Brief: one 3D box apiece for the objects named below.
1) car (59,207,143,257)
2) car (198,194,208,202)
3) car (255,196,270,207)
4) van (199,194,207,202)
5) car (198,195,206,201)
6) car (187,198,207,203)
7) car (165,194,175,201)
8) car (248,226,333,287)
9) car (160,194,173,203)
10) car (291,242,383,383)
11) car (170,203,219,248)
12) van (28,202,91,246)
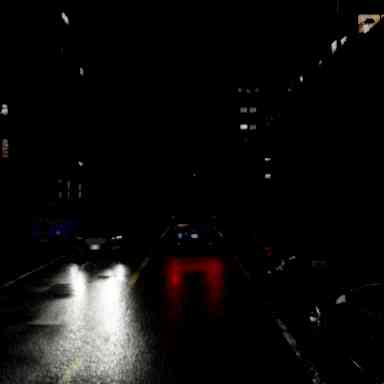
[{"bbox_3d":[-3.098,1.490,13.054,2.128,1.511,4.902,0,0,0],"label":"car"},{"bbox_3d":[2.696,1.596,75.481,1.887,1.381,4.507,0,0,0],"label":"car"},{"bbox_3d":[13.469,1.623,57.528,5.009,1.841,2.192,1,-1,-1],"label":"car"},{"bbox_3d":[2.697,1.402,81.112,1.690,1.788,3.998,0,0,0],"label":"van"},{"bbox_3d":[2.697,1.523,92.372,1.967,1.590,4.097,0,0,0],"label":"car"},{"bbox_3d":[0.102,1.566,31.919,1.994,1.385,4.181,0,0,0],"label":"car"},{"bbox_3d":[-5.683,1.387,86.743,2.192,1.841,5.009,0,0,0],"label":"car"},{"bbox_3d":[2.695,1.564,9.141,1.947,1.339,4.313,0,0,0],"label":"car"},{"bbox_3d":[-5.684,1.608,69.851,1.947,1.339,4.313,0,0,0],"label":"car"},{"bbox_3d":[2.695,1.565,3.478,1.947,1.339,4.313,0,0,0],"label":"car"},{"bbox_3d":[0.098,1.476,14.757,1.882,1.535,5.008,0,0,0],"label":"car"},{"bbox_3d":[-5.684,1.339,14.801,1.690,1.788,3.998,0,0,0],"label":"van"}]
